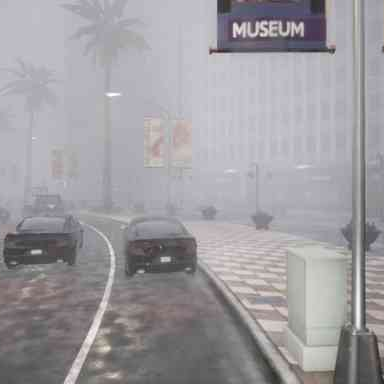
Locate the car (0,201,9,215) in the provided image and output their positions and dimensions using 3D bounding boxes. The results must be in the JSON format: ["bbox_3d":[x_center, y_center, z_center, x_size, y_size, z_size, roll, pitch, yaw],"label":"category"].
[{"bbox_3d":[-14.794,1.586,24.390,1.895,1.301,4.718,0,0,-36],"label":"car"}]

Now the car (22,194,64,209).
[{"bbox_3d":[-11.782,1.208,26.217,2.150,2.045,5.566,1,0,-36],"label":"car"}]

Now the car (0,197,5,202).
[{"bbox_3d":[-23.705,1.328,39.401,2.097,1.767,4.553,0,0,-44],"label":"car"}]

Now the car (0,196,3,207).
[{"bbox_3d":[-31.008,1.449,51.164,2.231,1.521,4.892,0,0,-44],"label":"car"}]

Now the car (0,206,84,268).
[{"bbox_3d":[-4.864,1.473,11.477,1.882,1.535,5.008,0,0,-14],"label":"car"}]

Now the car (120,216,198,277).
[{"bbox_3d":[-1.184,1.476,10.449,1.882,1.535,5.008,0,0,-13],"label":"car"}]
